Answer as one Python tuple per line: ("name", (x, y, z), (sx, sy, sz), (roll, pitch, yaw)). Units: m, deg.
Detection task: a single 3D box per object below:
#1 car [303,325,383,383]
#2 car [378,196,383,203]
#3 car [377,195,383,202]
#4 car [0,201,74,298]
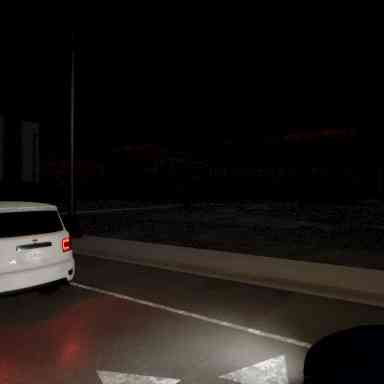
("car", (3.010, 1.516, 1.840), (4.674, 1.442, 1.812), (0, 0, 35))
("car", (39.917, 1.527, 67.905), (2.038, 1.542, 4.974), (1, 1, 6))
("car", (39.923, 1.369, 67.954), (1.853, 1.218, 4.536), (1, 1, 6))
("car", (-5.028, 1.219, 7.571), (5.566, 2.045, 2.150), (0, 0, 35))
